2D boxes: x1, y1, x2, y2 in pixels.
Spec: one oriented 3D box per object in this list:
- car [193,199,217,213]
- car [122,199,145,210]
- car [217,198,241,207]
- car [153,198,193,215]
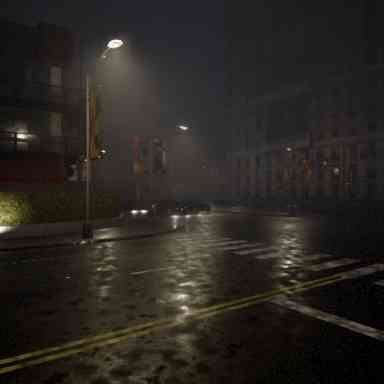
[{"bbox_3d":[0.172,1.478,37.119,1.882,1.535,5.008,0,0,-35],"label":"car"},{"bbox_3d":[-7.623,1.564,42.206,1.994,1.385,4.181,0,0,-35],"label":"car"},{"bbox_3d":[5.176,1.601,50.331,1.895,1.301,4.718,0,0,-35],"label":"car"},{"bbox_3d":[-2.351,1.505,34.617,1.837,1.490,4.892,0,0,-35],"label":"car"}]
